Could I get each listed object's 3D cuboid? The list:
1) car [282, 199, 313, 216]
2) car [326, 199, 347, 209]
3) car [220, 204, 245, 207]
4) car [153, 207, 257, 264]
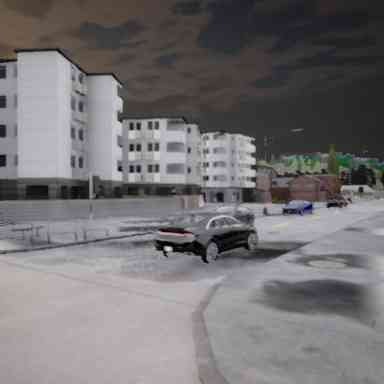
[{"bbox_3d":[10.422,1.495,32.660,1.882,1.535,5.008,0,0,36],"label":"car"},{"bbox_3d":[19.986,1.674,45.903,1.895,1.301,4.718,0,0,36],"label":"car"},{"bbox_3d":[2.465,1.542,21.486,1.812,1.442,4.674,0,0,35],"label":"car"},{"bbox_3d":[0.699,1.501,12.024,2.128,1.511,4.902,0,0,36],"label":"car"}]
